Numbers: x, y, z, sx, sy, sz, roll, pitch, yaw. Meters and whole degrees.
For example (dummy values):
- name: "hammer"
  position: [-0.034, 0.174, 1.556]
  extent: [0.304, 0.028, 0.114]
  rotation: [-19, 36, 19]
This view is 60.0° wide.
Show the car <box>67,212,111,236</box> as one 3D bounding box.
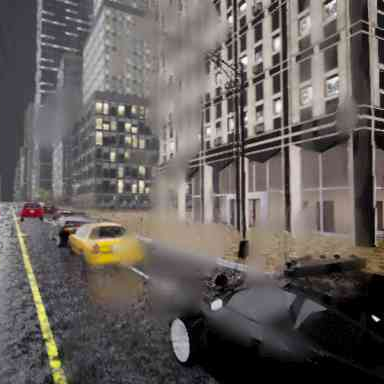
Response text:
- name: "car"
  position: [-7.287, 2.156, 23.206]
  extent: [2.008, 1.369, 4.403]
  rotation: [2, -2, -29]

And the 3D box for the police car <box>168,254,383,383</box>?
- name: "police car"
  position: [1.355, 1.536, 3.696]
  extent: [1.930, 1.638, 5.238]
  rotation: [1, -2, -29]

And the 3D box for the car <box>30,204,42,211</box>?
- name: "car"
  position: [-31.958, 3.247, 68.149]
  extent: [1.947, 1.339, 4.313]
  rotation: [2, -2, -29]

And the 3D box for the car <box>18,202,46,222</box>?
- name: "car"
  position: [-17.681, 2.144, 36.591]
  extent: [2.150, 2.045, 5.566]
  rotation: [1, -1, -28]

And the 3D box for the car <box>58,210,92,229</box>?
- name: "car"
  position: [-10.025, 2.279, 28.200]
  extent: [2.008, 1.369, 4.403]
  rotation: [2, -2, -29]

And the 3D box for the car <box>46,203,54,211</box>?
- name: "car"
  position: [-20.977, 2.525, 48.190]
  extent: [2.192, 1.841, 5.009]
  rotation: [2, -2, -29]

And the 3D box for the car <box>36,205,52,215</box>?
- name: "car"
  position: [-23.721, 2.879, 53.176]
  extent: [2.008, 1.369, 4.403]
  rotation: [2, -2, -29]

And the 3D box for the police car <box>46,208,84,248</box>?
- name: "police car"
  position: [-6.337, 1.887, 17.725]
  extent: [1.930, 1.638, 5.238]
  rotation: [1, -2, -29]

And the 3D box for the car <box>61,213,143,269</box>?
- name: "car"
  position: [-3.492, 1.787, 12.534]
  extent: [1.801, 1.575, 5.366]
  rotation: [1, -2, -29]

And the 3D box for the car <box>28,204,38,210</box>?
- name: "car"
  position: [-37.444, 3.496, 78.134]
  extent: [1.802, 1.307, 4.206]
  rotation: [2, -2, -29]

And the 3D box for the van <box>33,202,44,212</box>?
- name: "van"
  position: [-29.186, 2.906, 63.179]
  extent: [1.690, 1.788, 3.998]
  rotation: [2, -2, -29]

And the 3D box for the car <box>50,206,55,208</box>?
- name: "car"
  position: [-12.764, 2.394, 33.196]
  extent: [1.887, 1.381, 4.507]
  rotation: [2, -2, -29]
